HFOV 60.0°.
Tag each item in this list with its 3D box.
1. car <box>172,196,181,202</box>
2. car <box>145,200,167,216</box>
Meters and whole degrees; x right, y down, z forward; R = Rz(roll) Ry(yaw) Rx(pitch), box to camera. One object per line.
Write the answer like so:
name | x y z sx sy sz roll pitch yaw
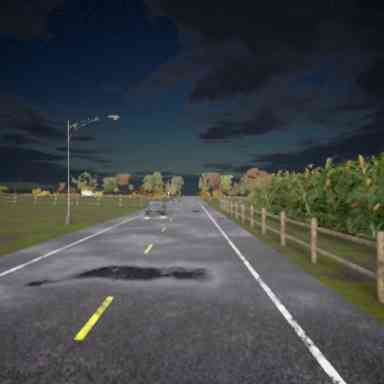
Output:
car | -3.497 1.575 74.246 2.033 1.411 5.357 0 0 0
car | -3.591 1.618 33.850 1.837 1.490 4.892 0 0 0
